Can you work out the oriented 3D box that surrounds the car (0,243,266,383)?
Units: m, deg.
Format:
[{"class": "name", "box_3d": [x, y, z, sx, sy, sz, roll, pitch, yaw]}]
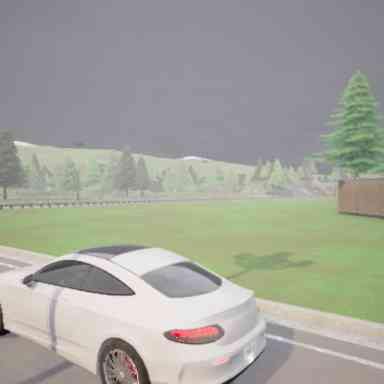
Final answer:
[{"class": "car", "box_3d": [-1.259, 1.502, 4.887, 4.674, 1.442, 1.812, 0, 0, 35]}]
